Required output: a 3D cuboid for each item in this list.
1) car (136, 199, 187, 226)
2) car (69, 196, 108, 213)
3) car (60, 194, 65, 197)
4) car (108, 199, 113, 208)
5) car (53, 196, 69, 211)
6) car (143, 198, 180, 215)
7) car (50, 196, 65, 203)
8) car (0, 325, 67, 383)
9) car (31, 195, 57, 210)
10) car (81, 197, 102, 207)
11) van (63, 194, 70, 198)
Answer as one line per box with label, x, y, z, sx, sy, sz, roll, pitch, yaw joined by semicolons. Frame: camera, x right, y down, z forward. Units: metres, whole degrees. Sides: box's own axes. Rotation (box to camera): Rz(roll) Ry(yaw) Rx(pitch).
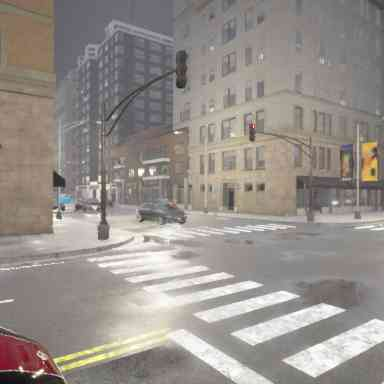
car;-2.249;1.483;23.380;1.837;1.490;4.892;0;0;-37
car;-11.406;1.457;36.310;2.128;1.511;4.902;0;0;-35
car;-21.336;1.441;50.524;1.882;1.535;5.008;0;0;-35
car;-12.630;1.564;47.570;1.802;1.307;4.206;0;0;-35
car;-16.051;1.520;38.494;1.947;1.339;4.313;0;0;-35
car;-3.207;1.428;34.196;1.967;1.590;4.097;0;0;-35
car;-28.333;1.561;69.863;1.947;1.339;4.313;0;0;-35
car;-2.843;1.352;1.441;4.553;1.767;2.097;0;0;-36
car;-19.190;1.268;42.953;2.192;1.841;5.009;0;0;-35
car;-15.868;1.508;52.168;1.752;1.417;4.829;0;0;-35
van;-25.192;1.333;65.405;1.690;1.788;3.998;0;0;-35
